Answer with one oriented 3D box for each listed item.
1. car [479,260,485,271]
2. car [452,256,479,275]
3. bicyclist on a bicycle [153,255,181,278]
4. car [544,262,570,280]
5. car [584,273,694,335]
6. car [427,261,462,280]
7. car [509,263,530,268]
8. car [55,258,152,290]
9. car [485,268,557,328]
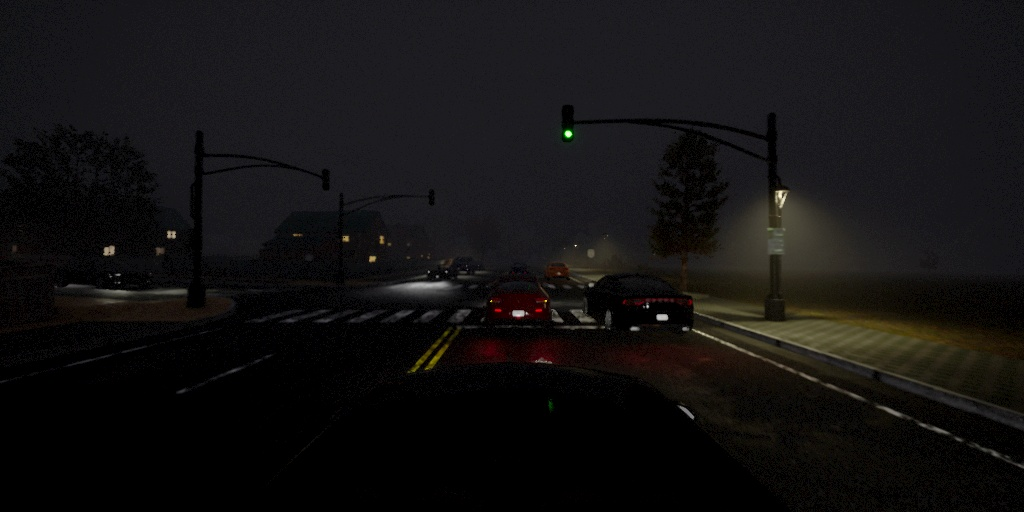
[{"bbox_3d":[-5.086,1.333,51.881,1.882,1.535,5.008,0,0,4],"label":"car"},{"bbox_3d":[-5.648,1.047,41.616,2.150,2.045,5.566,0,0,3],"label":"car"},{"bbox_3d":[-24.742,0.758,25.756,0.582,1.620,1.656,1,-1,15],"label":"bicyclist on a bicycle"},{"bbox_3d":[3.906,1.274,31.628,1.882,1.535,5.008,0,0,2],"label":"car"},{"bbox_3d":[3.427,1.238,10.593,1.882,1.535,5.008,0,0,1],"label":"car"},{"bbox_3d":[-6.046,1.404,31.717,1.895,1.301,4.718,0,0,2],"label":"car"},{"bbox_3d":[0.703,1.327,33.036,1.812,1.442,4.674,0,0,2],"label":"car"},{"bbox_3d":[-21.448,0.890,18.830,5.008,1.535,1.882,1,-1,15],"label":"car"},{"bbox_3d":[0.190,1.287,11.374,1.812,1.442,4.674,0,0,1],"label":"car"}]
